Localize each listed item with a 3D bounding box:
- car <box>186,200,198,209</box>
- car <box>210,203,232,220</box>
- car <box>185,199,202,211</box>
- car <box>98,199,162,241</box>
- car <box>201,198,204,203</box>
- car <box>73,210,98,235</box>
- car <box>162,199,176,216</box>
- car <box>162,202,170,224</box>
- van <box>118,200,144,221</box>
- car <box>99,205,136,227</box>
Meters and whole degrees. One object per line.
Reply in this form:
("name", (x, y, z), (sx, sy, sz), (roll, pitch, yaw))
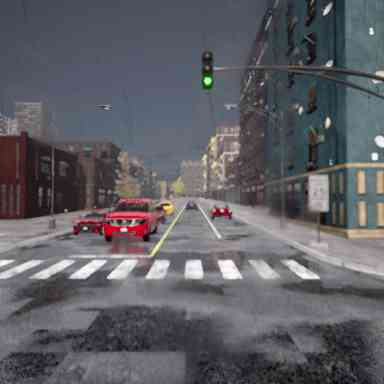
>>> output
("car", (-0.014, 2.149, 58.293), (1.994, 1.385, 4.181), (0, -1, 0))
("car", (2.698, 1.757, 31.632), (1.967, 1.590, 4.097), (1, -1, 0))
("car", (-0.011, 2.027, 47.870), (2.033, 1.411, 5.357), (0, -1, 0))
("car", (-3.111, 1.402, 17.990), (2.150, 2.045, 5.566), (0, -1, 0))
("car", (2.682, 2.475, 94.351), (1.752, 1.417, 4.829), (1, -1, 0))
("car", (-5.758, 1.748, 20.200), (1.887, 1.381, 4.507), (1, -1, 0))
("car", (-3.095, 1.862, 38.403), (1.882, 1.535, 5.008), (0, -1, 0))
("car", (-3.096, 1.806, 27.970), (1.812, 1.442, 4.674), (0, -1, 0))
("van", (-5.680, 1.657, 31.570), (1.690, 1.788, 3.998), (1, -1, 0))
("car", (-5.683, 1.804, 25.881), (1.887, 1.381, 4.507), (1, -1, 0))
